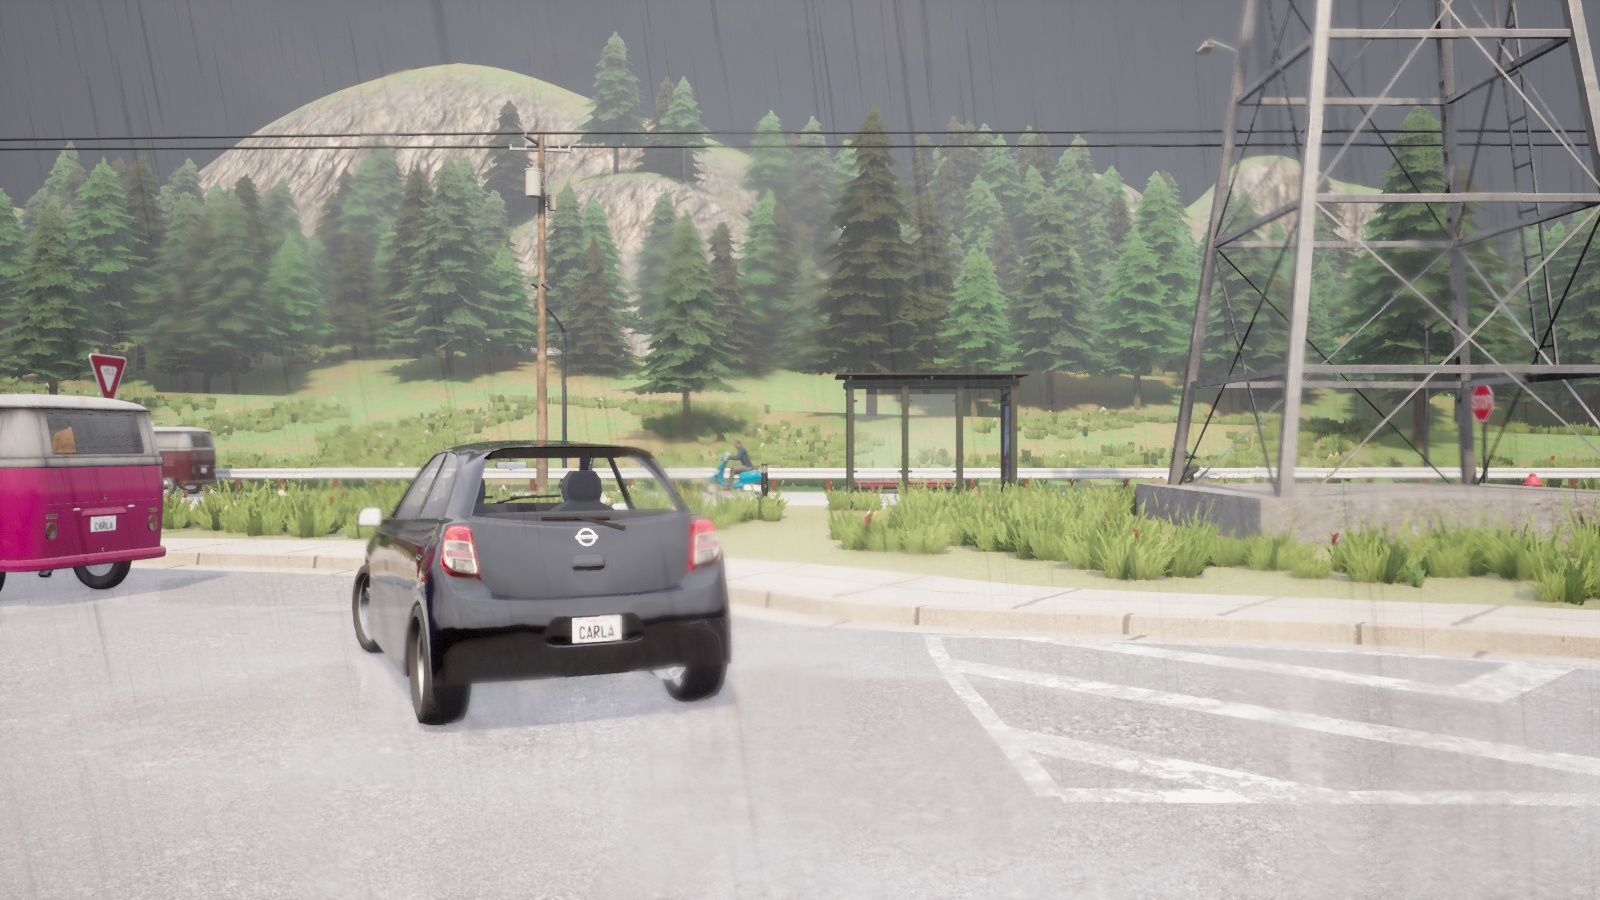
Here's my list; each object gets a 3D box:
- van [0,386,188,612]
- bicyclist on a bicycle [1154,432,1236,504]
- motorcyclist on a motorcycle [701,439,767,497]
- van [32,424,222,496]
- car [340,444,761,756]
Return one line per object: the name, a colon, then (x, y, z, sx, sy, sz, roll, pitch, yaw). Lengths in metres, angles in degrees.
van: (-8.610, 0.422, 12.534, 4.442, 1.987, 1.775, 0, 0, 16)
bicyclist on a bicycle: (9.954, 0.446, 31.683, 1.843, 1.776, 0.659, 0, 0, 1)
motorcyclist on a motorcycle: (-1.848, 0.499, 35.368, 1.817, 1.590, 0.866, 0, 0, 1)
van: (-19.039, 0.283, 35.636, 4.442, 1.987, 1.775, 0, 0, 1)
car: (-1.817, 0.713, 8.088, 1.845, 1.501, 3.633, 0, 0, -25)
